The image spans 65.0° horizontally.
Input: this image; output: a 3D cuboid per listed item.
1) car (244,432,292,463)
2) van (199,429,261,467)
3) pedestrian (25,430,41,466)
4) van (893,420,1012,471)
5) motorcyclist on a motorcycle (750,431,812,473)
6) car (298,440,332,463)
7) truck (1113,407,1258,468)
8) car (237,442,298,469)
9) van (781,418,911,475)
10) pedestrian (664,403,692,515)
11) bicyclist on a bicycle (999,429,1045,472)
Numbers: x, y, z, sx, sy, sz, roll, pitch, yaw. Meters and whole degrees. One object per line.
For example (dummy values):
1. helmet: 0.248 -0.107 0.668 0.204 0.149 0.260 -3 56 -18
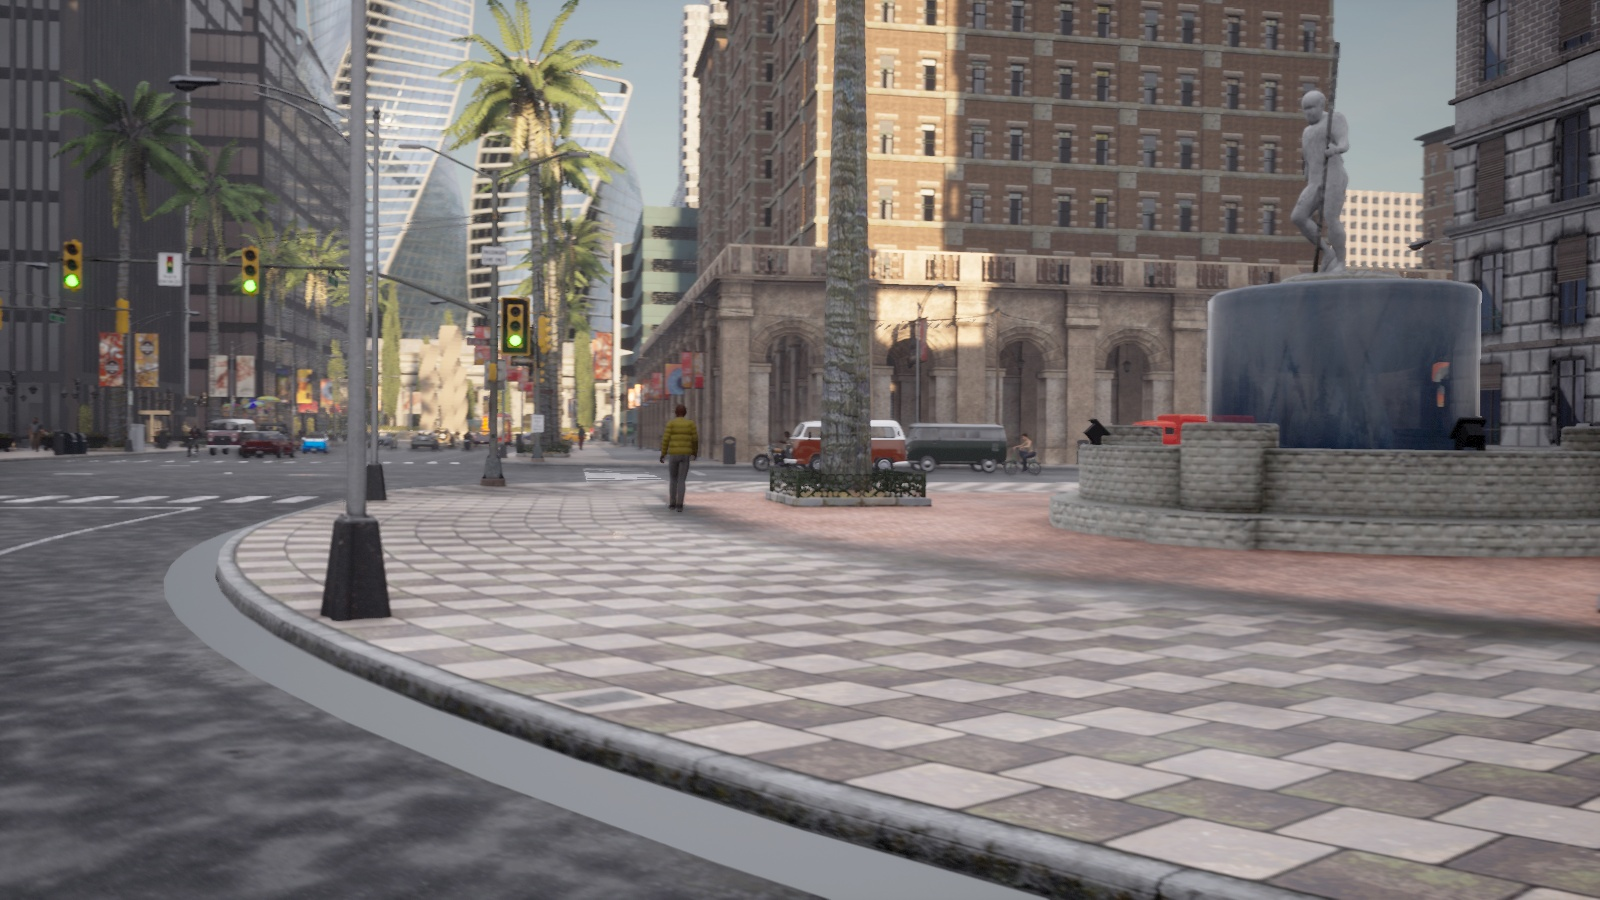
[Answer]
1. car: -33.296 -0.177 78.668 1.905 1.878 3.866 -1 1 -10
2. van: -31.826 -0.157 70.285 2.069 2.038 4.480 -1 1 -10
3. pedestrian: -39.372 -0.089 64.478 0.540 1.848 0.694 -1 1 -18
4. van: 6.174 -0.200 50.999 4.442 1.987 1.775 -1 1 -9
5. motorcyclist on a motorcycle: -0.746 0.070 49.710 2.350 1.649 0.766 -1 1 -10
6. car: -29.232 0.085 75.774 1.481 1.376 2.207 -1 0 -10
7. truck: 16.170 -0.545 52.815 5.204 2.467 2.627 -1 1 -10
8. car: -27.243 0.255 64.401 1.895 1.301 4.718 -1 1 -10
9. van: 1.673 -0.139 46.678 4.480 2.038 2.069 -1 1 -10
10. pedestrian: -2.041 0.144 20.987 0.370 1.835 0.726 -1 1 -11
11. bicyclist on a bicycle: 8.450 0.002 47.892 1.509 1.612 0.866 0 1 -10
